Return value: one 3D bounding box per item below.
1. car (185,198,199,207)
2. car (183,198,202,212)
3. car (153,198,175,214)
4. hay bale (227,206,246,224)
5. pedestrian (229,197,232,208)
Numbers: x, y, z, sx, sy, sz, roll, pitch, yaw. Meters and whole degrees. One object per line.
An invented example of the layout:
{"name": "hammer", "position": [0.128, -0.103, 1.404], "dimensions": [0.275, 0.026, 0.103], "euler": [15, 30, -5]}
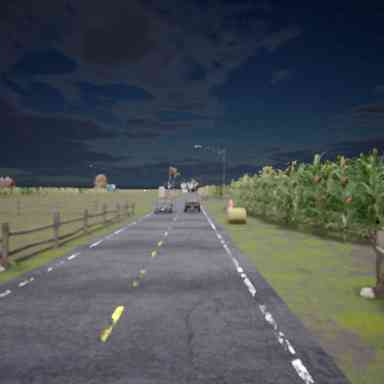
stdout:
{"name": "car", "position": [0.014, 1.525, 49.839], "dimensions": [1.895, 1.301, 4.718], "euler": [0, 0, 0]}
{"name": "car", "position": [0.061, 1.451, 38.206], "dimensions": [1.837, 1.490, 4.892], "euler": [0, 0, 1]}
{"name": "car", "position": [-2.842, 1.458, 34.411], "dimensions": [1.837, 1.490, 4.892], "euler": [0, 0, 0]}
{"name": "hay bale", "position": [3.133, 1.626, 23.512], "dimensions": [1.220, 1.180, 1.240], "euler": [1, 1, 0]}
{"name": "pedestrian", "position": [2.826, 1.261, 24.605], "dimensions": [0.375, 1.860, 0.375], "euler": [-1, 1, -5]}
